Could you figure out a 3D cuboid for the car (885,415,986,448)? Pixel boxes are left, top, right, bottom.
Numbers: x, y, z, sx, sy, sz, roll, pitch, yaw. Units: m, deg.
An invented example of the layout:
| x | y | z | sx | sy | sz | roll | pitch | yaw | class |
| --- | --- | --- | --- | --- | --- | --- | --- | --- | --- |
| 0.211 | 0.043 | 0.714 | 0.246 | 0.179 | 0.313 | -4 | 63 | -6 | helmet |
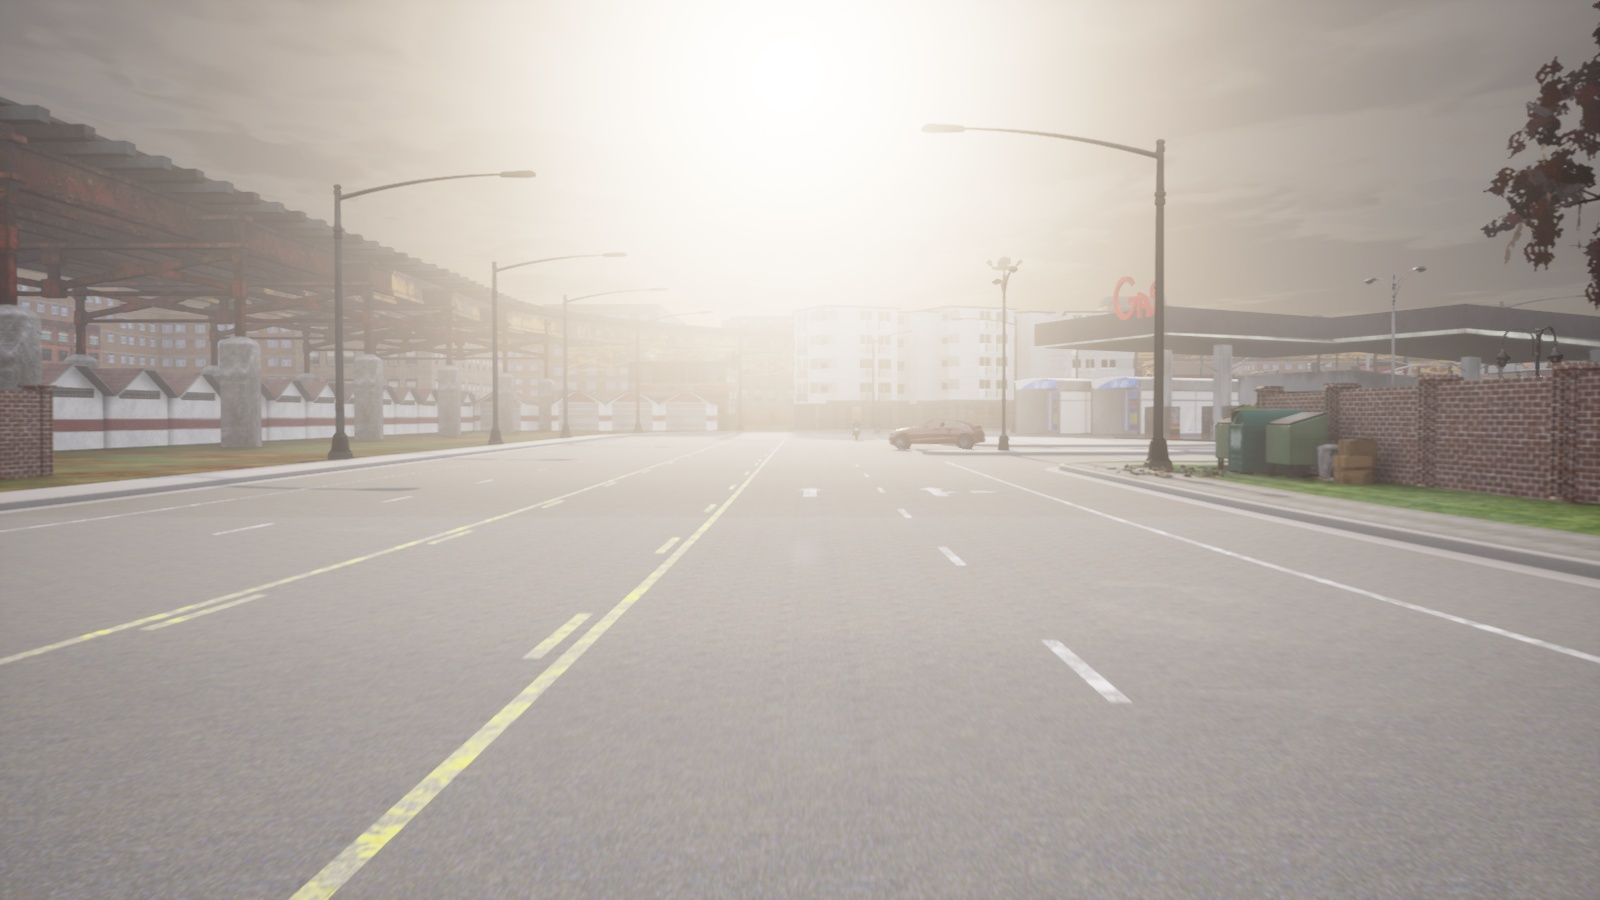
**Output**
| x | y | z | sx | sy | sz | roll | pitch | yaw | class |
| --- | --- | --- | --- | --- | --- | --- | --- | --- | --- |
| 7.065 | -0.972 | 65.298 | 5.027 | 1.651 | 2.152 | 0 | 2 | 11 | car |
